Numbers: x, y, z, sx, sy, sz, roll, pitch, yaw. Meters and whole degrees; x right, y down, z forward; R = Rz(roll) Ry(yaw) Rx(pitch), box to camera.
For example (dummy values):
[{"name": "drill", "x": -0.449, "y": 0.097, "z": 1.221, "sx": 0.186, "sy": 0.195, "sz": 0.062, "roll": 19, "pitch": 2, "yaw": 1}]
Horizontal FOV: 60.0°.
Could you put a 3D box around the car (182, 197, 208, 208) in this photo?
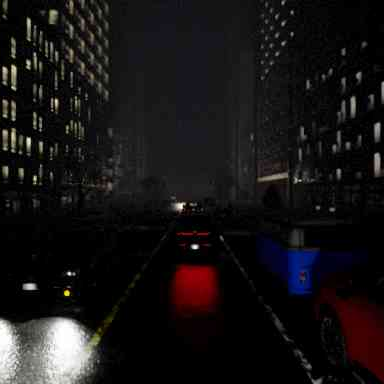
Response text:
[{"name": "car", "x": 0.140, "y": 1.624, "z": 31.390, "sx": 2.097, "sy": 1.767, "sz": 4.553, "roll": 0, "pitch": 0, "yaw": 0}]

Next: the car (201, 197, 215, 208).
[{"name": "car", "x": 2.764, "y": 1.829, "z": 59.454, "sx": 2.192, "sy": 1.841, "sz": 5.009, "roll": -1, "pitch": 0, "yaw": 0}]

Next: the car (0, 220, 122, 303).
[{"name": "car", "x": -3.088, "y": 1.636, "z": 8.322, "sx": 1.994, "sy": 1.385, "sz": 4.181, "roll": 0, "pitch": 0, "yaw": 0}]

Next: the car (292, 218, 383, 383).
[{"name": "car", "x": 2.682, "y": 1.340, "z": 2.619, "sx": 2.192, "sy": 1.841, "sz": 5.009, "roll": -1, "pitch": 0, "yaw": 0}]

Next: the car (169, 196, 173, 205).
[{"name": "car", "x": -5.598, "y": 2.173, "z": 70.830, "sx": 1.947, "sy": 1.339, "sz": 4.313, "roll": 0, "pitch": 0, "yaw": 0}]

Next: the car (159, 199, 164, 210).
[{"name": "car", "x": -5.631, "y": 1.853, "z": 48.097, "sx": 1.967, "sy": 1.590, "sz": 4.097, "roll": -1, "pitch": 0, "yaw": 0}]

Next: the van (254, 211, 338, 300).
[{"name": "van", "x": 2.691, "y": 1.415, "z": 8.302, "sx": 1.690, "sy": 1.788, "sz": 3.998, "roll": -1, "pitch": 0, "yaw": 0}]

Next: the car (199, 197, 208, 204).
[{"name": "car", "x": 2.798, "y": 2.146, "z": 82.186, "sx": 1.967, "sy": 1.590, "sz": 4.097, "roll": -1, "pitch": 0, "yaw": 0}]

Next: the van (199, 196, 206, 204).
[{"name": "van", "x": 2.805, "y": 2.095, "z": 87.870, "sx": 1.690, "sy": 1.788, "sz": 3.998, "roll": -1, "pitch": 0, "yaw": 0}]

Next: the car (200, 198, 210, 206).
[{"name": "car", "x": 2.782, "y": 2.050, "z": 70.819, "sx": 1.967, "sy": 1.590, "sz": 4.097, "roll": -1, "pitch": 0, "yaw": 0}]

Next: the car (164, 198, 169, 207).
[{"name": "car", "x": -5.614, "y": 2.034, "z": 59.293, "sx": 1.752, "sy": 1.417, "sz": 4.829, "roll": -1, "pitch": 0, "yaw": 0}]

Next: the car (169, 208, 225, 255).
[{"name": "car", "x": 0.113, "y": 1.627, "z": 13.800, "sx": 1.837, "sy": 1.490, "sz": 4.892, "roll": 0, "pitch": 0, "yaw": 0}]

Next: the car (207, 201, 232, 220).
[{"name": "car", "x": 2.726, "y": 1.821, "z": 31.033, "sx": 2.008, "sy": 1.369, "sz": 4.403, "roll": -1, "pitch": 0, "yaw": 0}]

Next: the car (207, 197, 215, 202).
[{"name": "car", "x": 2.756, "y": 1.780, "z": 53.770, "sx": 2.192, "sy": 1.841, "sz": 5.009, "roll": -1, "pitch": 0, "yaw": 0}]

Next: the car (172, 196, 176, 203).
[{"name": "car", "x": -5.581, "y": 2.253, "z": 82.197, "sx": 2.008, "sy": 1.369, "sz": 4.403, "roll": 0, "pitch": 0, "yaw": 0}]

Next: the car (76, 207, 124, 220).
[{"name": "car", "x": -5.671, "y": 1.720, "z": 19.679, "sx": 2.008, "sy": 1.369, "sz": 4.403, "roll": -1, "pitch": 0, "yaw": 0}]

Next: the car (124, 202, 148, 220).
[{"name": "car", "x": -5.655, "y": 1.817, "z": 31.045, "sx": 2.008, "sy": 1.369, "sz": 4.403, "roll": -1, "pitch": 0, "yaw": 0}]

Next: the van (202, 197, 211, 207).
[{"name": "van", "x": 2.773, "y": 1.903, "z": 65.136, "sx": 1.690, "sy": 1.788, "sz": 3.998, "roll": -1, "pitch": 0, "yaw": 0}]

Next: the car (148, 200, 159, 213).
[{"name": "car", "x": -5.638, "y": 1.946, "z": 42.412, "sx": 1.802, "sy": 1.307, "sz": 4.206, "roll": -1, "pitch": 0, "yaw": 0}]
